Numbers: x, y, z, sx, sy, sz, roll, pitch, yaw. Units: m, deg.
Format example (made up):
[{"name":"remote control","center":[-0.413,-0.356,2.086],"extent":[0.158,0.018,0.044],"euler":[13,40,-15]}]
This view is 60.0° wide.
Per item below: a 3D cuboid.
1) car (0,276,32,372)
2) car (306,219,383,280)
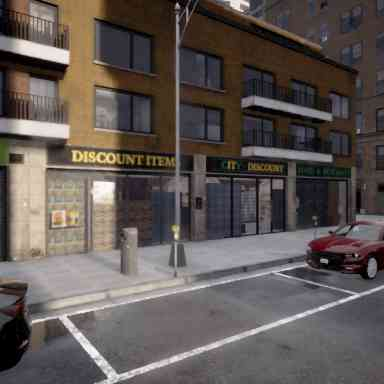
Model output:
[{"name":"car","center":[-3.981,1.566,3.351],"extent":[4.313,1.339,1.947],"euler":[0,0,-36]},{"name":"car","center":[5.271,1.544,9.951],"extent":[4.507,1.381,1.887],"euler":[0,0,-36]}]
